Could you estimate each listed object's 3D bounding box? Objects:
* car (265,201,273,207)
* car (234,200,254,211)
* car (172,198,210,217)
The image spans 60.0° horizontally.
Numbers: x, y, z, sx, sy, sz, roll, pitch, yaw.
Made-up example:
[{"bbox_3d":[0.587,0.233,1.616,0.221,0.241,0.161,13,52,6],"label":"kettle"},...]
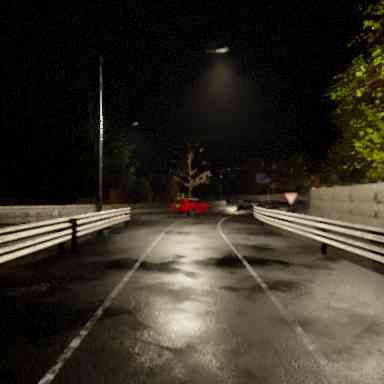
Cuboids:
[{"bbox_3d":[18.316,2.755,78.946,1.994,1.385,4.181,0,-1,13],"label":"car"},{"bbox_3d":[8.743,2.377,53.297,1.895,1.301,4.718,0,-1,27],"label":"car"},{"bbox_3d":[-0.033,1.761,38.938,2.150,2.045,5.566,-1,-1,36],"label":"car"}]
